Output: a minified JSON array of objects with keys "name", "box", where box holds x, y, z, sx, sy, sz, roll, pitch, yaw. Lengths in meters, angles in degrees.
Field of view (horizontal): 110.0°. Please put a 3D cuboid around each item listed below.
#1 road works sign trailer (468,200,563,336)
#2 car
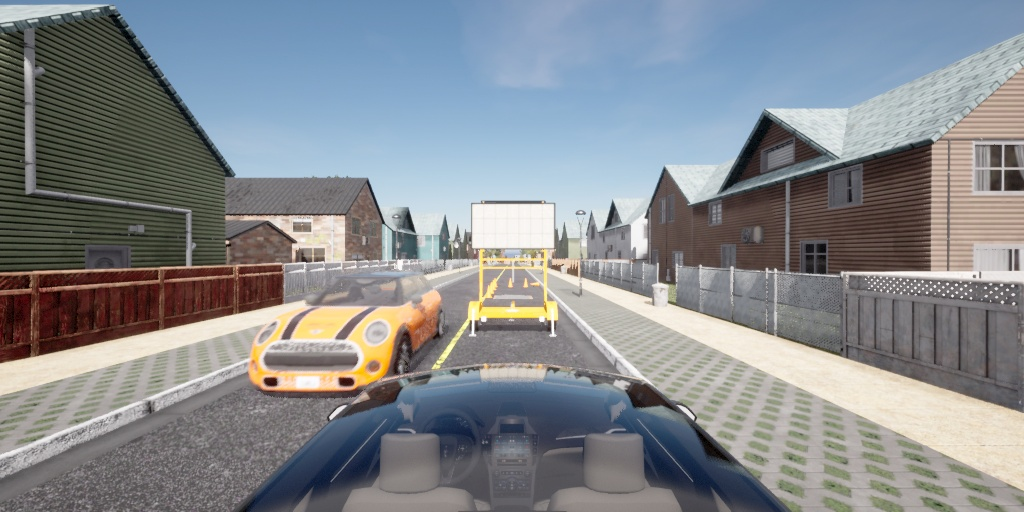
[{"name":"road works sign trailer","box":[0.035,0.215,10.338,2.380,3.560,2.880,0,0,1]},{"name":"car","box":[-2.728,1.102,7.048,2.097,1.767,4.553,0,0,0]}]
